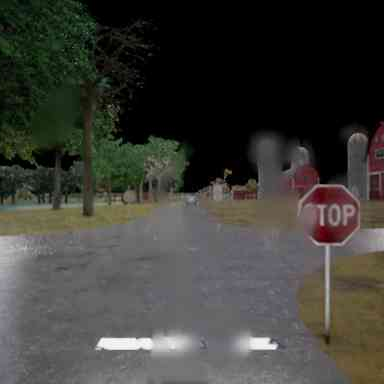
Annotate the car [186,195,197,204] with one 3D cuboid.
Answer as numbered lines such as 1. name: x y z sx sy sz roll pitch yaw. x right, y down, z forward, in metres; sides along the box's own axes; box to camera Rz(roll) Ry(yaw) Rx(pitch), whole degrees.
1. car: -0.108 1.587 71.391 2.097 1.767 4.553 0 -1 0

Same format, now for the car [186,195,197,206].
1. car: -0.092 1.748 60.996 2.128 1.511 4.902 0 -1 0
